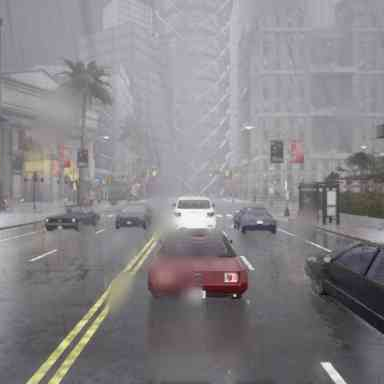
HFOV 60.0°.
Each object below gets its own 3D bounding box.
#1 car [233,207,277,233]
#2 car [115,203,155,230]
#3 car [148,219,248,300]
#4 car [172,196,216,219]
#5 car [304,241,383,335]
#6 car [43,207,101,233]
[{"bbox_3d":[3.596,1.564,19.588,1.994,1.385,4.181,0,0,0],"label":"car"},{"bbox_3d":[-3.529,1.477,21.250,1.882,1.535,5.008,0,0,0],"label":"car"},{"bbox_3d":[0.104,1.601,8.347,1.895,1.301,4.718,0,0,0],"label":"car"},{"bbox_3d":[0.096,1.223,18.226,2.150,2.045,5.566,0,0,0],"label":"car"},{"bbox_3d":[3.618,1.548,5.568,2.033,1.411,5.357,0,0,0],"label":"car"},{"bbox_3d":[-7.042,1.601,19.988,1.895,1.301,4.718,0,0,1],"label":"car"}]
